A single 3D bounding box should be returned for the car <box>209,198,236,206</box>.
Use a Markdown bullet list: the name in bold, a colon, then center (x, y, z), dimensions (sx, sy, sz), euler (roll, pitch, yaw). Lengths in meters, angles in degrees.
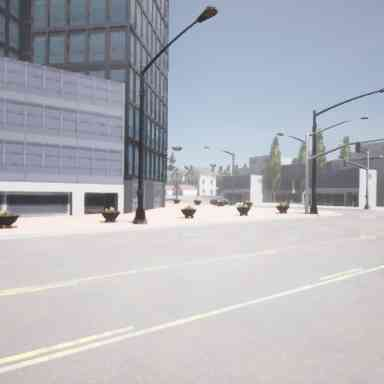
- **car**: center (5.120, 1.726, 56.693), dimensions (2.033, 1.411, 5.357), euler (1, -1, -35)
